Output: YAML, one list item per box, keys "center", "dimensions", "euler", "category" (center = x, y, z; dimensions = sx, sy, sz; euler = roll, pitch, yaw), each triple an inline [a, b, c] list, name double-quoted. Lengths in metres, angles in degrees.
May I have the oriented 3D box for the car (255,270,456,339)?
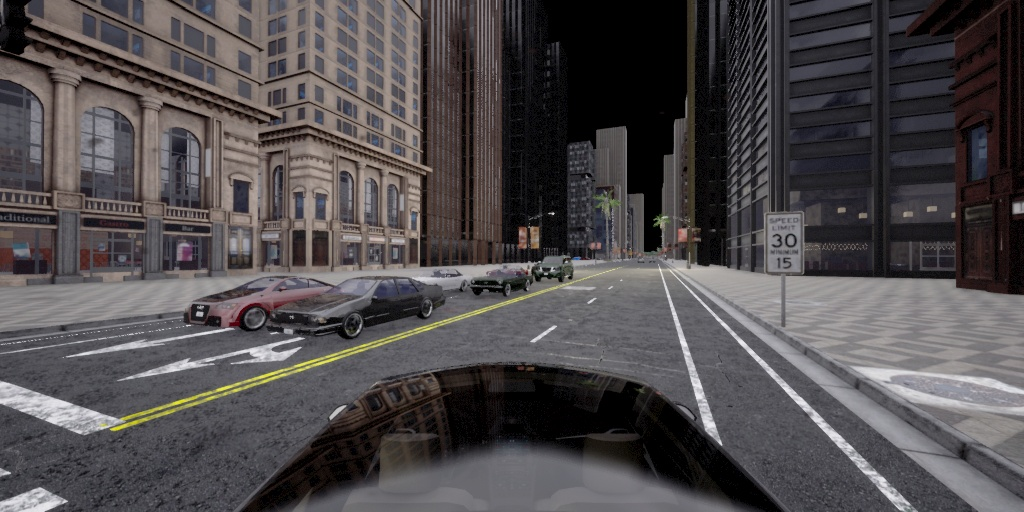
- center: [-4.016, 1.299, 10.497]
  dimensions: [2.033, 1.411, 5.357]
  euler: [0, 0, 22]
  category: "car"

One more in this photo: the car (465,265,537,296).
- center: [-0.439, 1.357, 19.394]
  dimensions: [1.895, 1.301, 4.718]
  euler: [0, 0, 22]
  category: "car"

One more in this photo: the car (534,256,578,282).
- center: [3.555, 0.986, 29.318]
  dimensions: [2.150, 2.045, 5.566]
  euler: [0, 0, 22]
  category: "car"

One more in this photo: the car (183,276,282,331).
- center: [-7.285, 1.315, 11.069]
  dimensions: [1.994, 1.385, 4.181]
  euler: [0, 0, 22]
  category: "car"

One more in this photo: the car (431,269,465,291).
- center: [-4.021, 1.356, 19.200]
  dimensions: [1.895, 1.301, 4.718]
  euler: [0, 0, 22]
  category: "car"

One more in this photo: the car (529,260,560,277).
- center: [3.538, 1.250, 37.897]
  dimensions: [1.882, 1.535, 5.008]
  euler: [0, 0, 22]
  category: "car"

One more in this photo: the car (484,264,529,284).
- center: [-0.304, 1.364, 28.442]
  dimensions: [1.895, 1.301, 4.718]
  euler: [0, 0, 22]
  category: "car"
